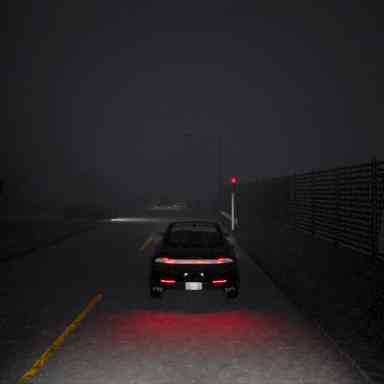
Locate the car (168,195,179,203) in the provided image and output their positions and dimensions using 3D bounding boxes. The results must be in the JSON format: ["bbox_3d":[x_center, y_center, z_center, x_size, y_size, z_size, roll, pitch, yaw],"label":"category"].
[{"bbox_3d":[-3.923,1.478,71.103,1.882,1.535,5.008,0,0,0],"label":"car"}]

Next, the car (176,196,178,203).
[{"bbox_3d":[-4.002,1.601,60.668,1.895,1.301,4.718,0,0,0],"label":"car"}]

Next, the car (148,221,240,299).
[{"bbox_3d":[0.057,1.492,8.462,2.128,1.511,4.902,0,0,1],"label":"car"}]

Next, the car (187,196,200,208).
[{"bbox_3d":[0.202,1.601,48.232,1.895,1.301,4.718,0,0,-1],"label":"car"}]

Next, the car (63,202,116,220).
[{"bbox_3d":[-8.446,1.564,27.517,4.181,1.385,1.994,0,0,10],"label":"car"}]

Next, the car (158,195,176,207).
[{"bbox_3d":[-4.040,1.352,51.301,2.097,1.767,4.553,0,0,0],"label":"car"}]

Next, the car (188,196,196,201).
[{"bbox_3d":[0.087,1.595,83.918,1.895,1.301,4.718,0,0,0],"label":"car"}]
